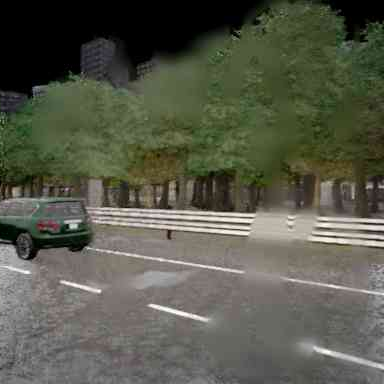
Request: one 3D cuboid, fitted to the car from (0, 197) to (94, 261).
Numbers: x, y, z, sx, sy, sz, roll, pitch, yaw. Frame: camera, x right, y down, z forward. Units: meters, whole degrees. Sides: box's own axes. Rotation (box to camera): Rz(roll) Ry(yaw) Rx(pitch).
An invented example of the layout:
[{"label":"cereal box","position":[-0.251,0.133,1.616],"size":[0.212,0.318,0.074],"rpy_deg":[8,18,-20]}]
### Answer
[{"label":"car","position":[-6.081,1.224,12.499],"size":[5.566,2.045,2.150],"rpy_deg":[0,0,35]}]
